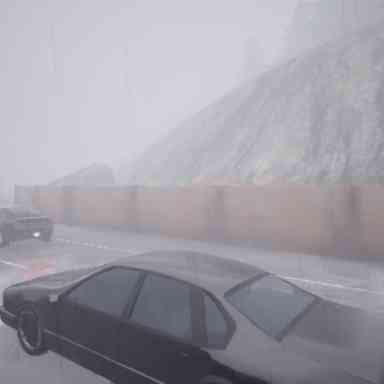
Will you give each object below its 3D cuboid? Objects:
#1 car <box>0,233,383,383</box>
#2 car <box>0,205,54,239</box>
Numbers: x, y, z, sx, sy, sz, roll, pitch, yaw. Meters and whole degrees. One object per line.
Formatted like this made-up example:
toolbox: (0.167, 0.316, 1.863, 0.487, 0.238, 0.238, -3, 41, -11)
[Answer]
car: (-0.322, 1.513, 4.221, 5.357, 1.411, 2.033, 1, 1, 35)
car: (-7.695, 1.314, 14.123, 4.892, 1.490, 1.837, 1, 1, 41)
